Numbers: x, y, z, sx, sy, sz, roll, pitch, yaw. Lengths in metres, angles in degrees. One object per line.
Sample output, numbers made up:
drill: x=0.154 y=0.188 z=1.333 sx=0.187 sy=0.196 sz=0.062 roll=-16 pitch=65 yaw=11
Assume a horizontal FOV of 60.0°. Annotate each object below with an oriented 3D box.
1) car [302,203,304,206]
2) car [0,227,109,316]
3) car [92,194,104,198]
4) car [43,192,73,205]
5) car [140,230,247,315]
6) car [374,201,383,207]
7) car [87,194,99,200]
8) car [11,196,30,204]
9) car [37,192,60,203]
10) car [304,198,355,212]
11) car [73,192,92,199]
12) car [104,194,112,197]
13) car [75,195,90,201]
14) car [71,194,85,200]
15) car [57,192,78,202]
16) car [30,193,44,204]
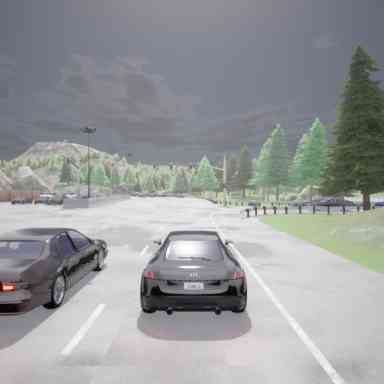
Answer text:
car: x=15.730 y=1.454 z=41.052 sx=4.181 sy=1.385 sz=1.994 roll=0 pitch=0 yaw=7
car: x=-3.469 y=1.547 z=7.798 sx=2.033 sy=1.411 sz=5.357 roll=0 pitch=0 yaw=0
car: x=-21.713 y=1.271 z=73.411 sx=2.128 sy=1.511 sz=4.902 roll=0 pitch=0 yaw=-1
car: x=-21.591 y=1.185 z=53.815 sx=2.097 sy=1.767 sz=4.553 roll=0 pitch=0 yaw=0
car: x=0.030 y=1.563 z=7.649 sx=1.994 sy=1.385 sz=4.181 roll=0 pitch=0 yaw=0
car: x=24.476 y=1.374 z=39.637 sx=5.008 sy=1.535 sz=1.882 roll=0 pitch=0 yaw=13
car: x=-25.569 y=1.243 z=85.765 sx=1.994 sy=1.385 sz=4.181 roll=0 pitch=0 yaw=-3
car: x=-28.593 y=1.387 z=56.058 sx=1.994 sy=1.385 sz=4.181 roll=0 pitch=0 yaw=0
car: x=-28.642 y=1.001 z=66.596 sx=2.150 sy=2.045 sz=5.566 roll=0 pitch=0 yaw=-1
car: x=15.656 y=1.397 z=37.531 sx=4.902 sy=1.511 sz=2.128 roll=0 pitch=0 yaw=7
car: x=-21.639 y=1.278 z=64.084 sx=2.128 sy=1.511 sz=4.902 roll=0 pitch=0 yaw=0
car: x=-21.865 y=1.229 z=82.537 sx=1.812 sy=1.442 sz=4.674 roll=0 pitch=0 yaw=-1
car: x=-25.251 y=1.324 z=77.028 sx=1.895 sy=1.301 sz=4.718 roll=0 pitch=0 yaw=-1
car: x=-28.966 y=1.221 z=84.507 sx=2.128 sy=1.511 sz=4.902 roll=0 pitch=0 yaw=-3
car: x=-25.148 y=0.998 z=67.259 sx=2.150 sy=2.045 sz=5.566 roll=0 pitch=0 yaw=-1
car: x=-25.103 y=1.384 z=56.542 sx=1.994 sy=1.385 sz=4.181 roll=0 pitch=0 yaw=0
